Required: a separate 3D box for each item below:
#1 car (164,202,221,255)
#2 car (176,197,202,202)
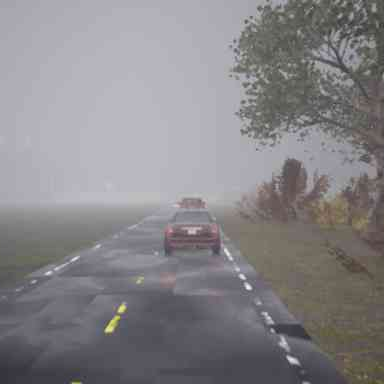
[{"bbox_3d":[0.006,1.478,14.080,2.097,1.767,4.553,0,-1,0],"label":"car"},{"bbox_3d":[0.008,1.472,29.007,2.150,2.045,5.566,0,0,0],"label":"car"}]
